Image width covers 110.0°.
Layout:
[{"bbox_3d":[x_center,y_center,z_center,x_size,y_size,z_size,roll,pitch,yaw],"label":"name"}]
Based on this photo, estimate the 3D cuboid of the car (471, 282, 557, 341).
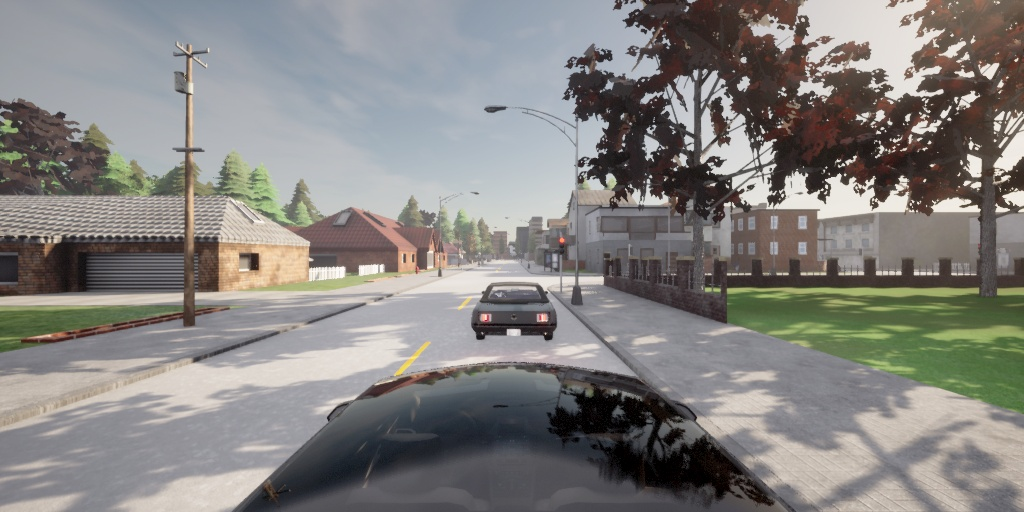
[{"bbox_3d":[0.078,1.351,9.906,1.895,1.301,4.718,0,0,1],"label":"car"}]
